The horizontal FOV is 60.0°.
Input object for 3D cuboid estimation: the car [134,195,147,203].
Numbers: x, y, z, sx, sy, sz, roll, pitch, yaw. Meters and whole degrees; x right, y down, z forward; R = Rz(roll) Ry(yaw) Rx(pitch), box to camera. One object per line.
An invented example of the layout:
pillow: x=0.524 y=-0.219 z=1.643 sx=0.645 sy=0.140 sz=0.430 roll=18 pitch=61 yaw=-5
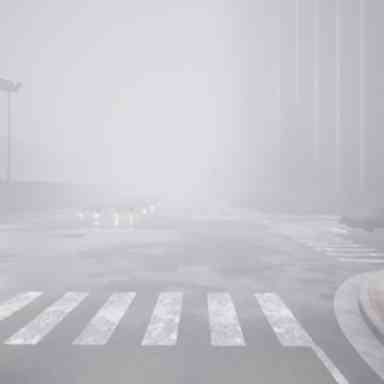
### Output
car: x=-10.086 y=1.311 z=65.219 sx=1.812 sy=1.442 sz=4.674 roll=0 pitch=0 yaw=0

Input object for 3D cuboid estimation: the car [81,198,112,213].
car: x=-10.369 y=1.408 z=35.740 sx=1.812 sy=1.442 sz=4.674 roll=0 pitch=0 yaw=0

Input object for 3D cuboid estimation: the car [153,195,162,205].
car: x=-6.717 y=1.313 z=54.228 sx=2.128 sy=1.511 sz=4.902 roll=0 pitch=0 yaw=1

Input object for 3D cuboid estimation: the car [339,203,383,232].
car: x=11.667 y=1.537 z=19.657 sx=5.357 sy=1.411 sz=2.033 roll=0 pitch=0 yaw=0

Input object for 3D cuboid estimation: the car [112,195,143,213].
car: x=-6.869 y=1.408 z=35.720 sx=1.812 sy=1.442 sz=4.674 roll=0 pitch=0 yaw=0

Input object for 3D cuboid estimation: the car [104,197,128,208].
car: x=-10.306 y=1.399 z=45.320 sx=2.033 sy=1.411 sz=5.357 roll=0 pitch=0 yaw=0

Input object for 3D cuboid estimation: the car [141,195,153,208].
car: x=-6.806 y=1.379 z=44.700 sx=1.812 sy=1.442 sz=4.674 roll=0 pitch=0 yaw=0

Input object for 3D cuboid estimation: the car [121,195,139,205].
car: x=-10.199 y=1.296 z=55.173 sx=1.882 sy=1.535 sz=5.008 roll=0 pitch=0 yaw=1
